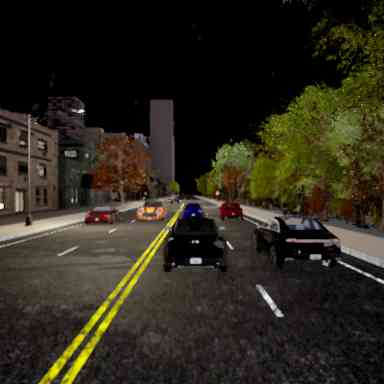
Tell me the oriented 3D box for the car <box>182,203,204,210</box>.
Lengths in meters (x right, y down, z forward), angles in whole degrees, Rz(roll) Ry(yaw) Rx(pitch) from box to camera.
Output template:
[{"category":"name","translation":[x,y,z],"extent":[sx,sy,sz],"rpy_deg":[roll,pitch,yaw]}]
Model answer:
[{"category":"car","translation":[0.105,1.700,29.162],"extent":[1.812,1.442,4.674],"rpy_deg":[0,0,0]}]

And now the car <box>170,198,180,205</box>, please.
[{"category":"car","translation":[-3.560,1.906,69.674],"extent":[2.128,1.511,4.902],"rpy_deg":[0,0,-1]}]

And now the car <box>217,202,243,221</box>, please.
[{"category":"car","translation":[3.355,1.654,29.618],"extent":[1.882,1.535,5.008],"rpy_deg":[0,0,0]}]

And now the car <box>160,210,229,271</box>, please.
[{"category":"car","translation":[0.102,1.572,11.109],"extent":[1.837,1.490,4.892],"rpy_deg":[0,0,0]}]

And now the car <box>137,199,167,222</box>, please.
[{"category":"car","translation":[-3.340,1.522,28.401],"extent":[2.097,1.767,4.553],"rpy_deg":[0,0,0]}]

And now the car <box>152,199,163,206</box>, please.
[{"category":"car","translation":[-6.750,2.017,65.557],"extent":[1.895,1.301,4.718],"rpy_deg":[0,0,-1]}]

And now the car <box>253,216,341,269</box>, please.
[{"category":"car","translation":[3.352,1.560,11.431],"extent":[2.128,1.511,4.902],"rpy_deg":[0,0,0]}]

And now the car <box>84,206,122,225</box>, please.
[{"category":"car","translation":[-6.593,1.714,25.048],"extent":[1.994,1.385,4.181],"rpy_deg":[0,0,0]}]
